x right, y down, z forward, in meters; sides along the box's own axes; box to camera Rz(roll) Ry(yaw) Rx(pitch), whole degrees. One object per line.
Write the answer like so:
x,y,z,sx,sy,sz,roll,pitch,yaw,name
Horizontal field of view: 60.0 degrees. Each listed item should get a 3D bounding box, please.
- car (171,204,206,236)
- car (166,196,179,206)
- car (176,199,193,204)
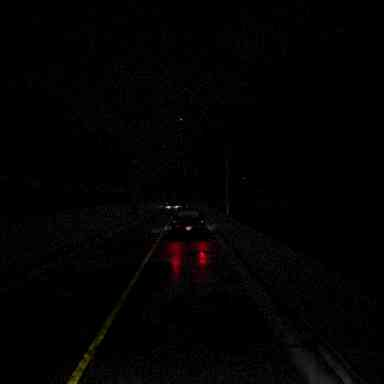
-0.218,1.638,18.939,1.812,1.442,4.674,0,0,-1,car
-3.928,1.789,67.429,2.150,2.045,5.566,0,0,-1,car
-0.608,1.829,41.326,2.033,1.411,5.357,0,0,-1,car
